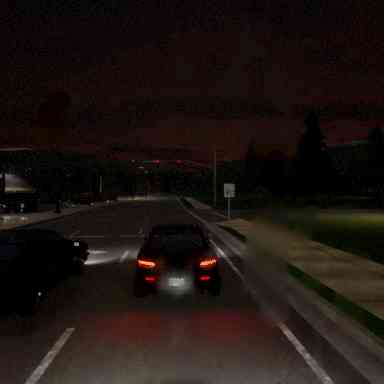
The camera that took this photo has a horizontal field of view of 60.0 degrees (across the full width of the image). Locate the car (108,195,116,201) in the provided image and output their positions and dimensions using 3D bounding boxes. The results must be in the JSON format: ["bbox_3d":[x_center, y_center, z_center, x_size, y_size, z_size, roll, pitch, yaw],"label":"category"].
[{"bbox_3d":[-20.863,1.509,86.095,2.128,1.511,4.902,0,0,-3],"label":"car"}]

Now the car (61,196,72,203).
[{"bbox_3d":[-27.156,1.540,72.702,2.033,1.411,5.357,0,0,-3],"label":"car"}]

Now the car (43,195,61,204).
[{"bbox_3d":[-26.585,1.351,61.604,2.097,1.767,4.553,0,0,-3],"label":"car"}]

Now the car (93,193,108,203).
[{"bbox_3d":[-20.060,1.225,71.097,2.150,2.045,5.566,0,0,-3],"label":"car"}]

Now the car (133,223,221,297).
[{"bbox_3d":[-0.388,1.526,8.480,1.812,1.442,4.674,0,0,-3],"label":"car"}]

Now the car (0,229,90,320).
[{"bbox_3d":[-3.837,1.547,7.406,2.033,1.411,5.357,0,0,-3],"label":"car"}]

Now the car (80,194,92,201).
[{"bbox_3d":[-27.959,1.420,87.704,1.882,1.535,5.008,0,0,-3],"label":"car"}]

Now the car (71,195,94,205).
[{"bbox_3d":[-19.496,1.564,59.405,1.994,1.385,4.181,0,0,-3],"label":"car"}]

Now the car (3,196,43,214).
[{"bbox_3d":[-17.791,1.352,34.817,2.097,1.767,4.553,0,0,-5],"label":"car"}]
